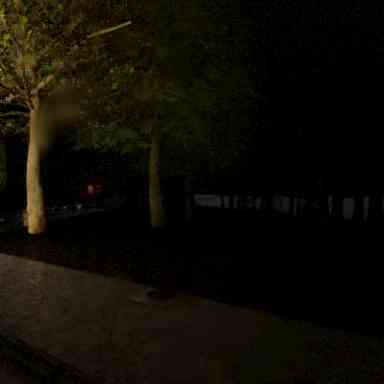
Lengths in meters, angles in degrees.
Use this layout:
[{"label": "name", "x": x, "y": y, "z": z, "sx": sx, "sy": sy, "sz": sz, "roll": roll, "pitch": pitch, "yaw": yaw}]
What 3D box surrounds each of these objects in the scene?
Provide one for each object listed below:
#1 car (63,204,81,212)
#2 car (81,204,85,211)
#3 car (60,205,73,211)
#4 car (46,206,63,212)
[{"label": "car", "x": -25.924, "y": 3.488, "z": 71.678, "sx": 1.837, "sy": 1.490, "sz": 4.892, "roll": 0, "pitch": -2, "yaw": -10}, {"label": "car", "x": -27.662, "y": 3.795, "z": 81.958, "sx": 2.128, "sy": 1.511, "sz": 4.902, "roll": 0, "pitch": -2, "yaw": -10}, {"label": "car", "x": -31.012, "y": 3.968, "z": 82.274, "sx": 2.033, "sy": 1.411, "sz": 5.357, "roll": 0, "pitch": -2, "yaw": -10}, {"label": "car", "x": -28.702, "y": 3.488, "z": 68.621, "sx": 1.895, "sy": 1.301, "sz": 4.718, "roll": 0, "pitch": -2, "yaw": -10}]
